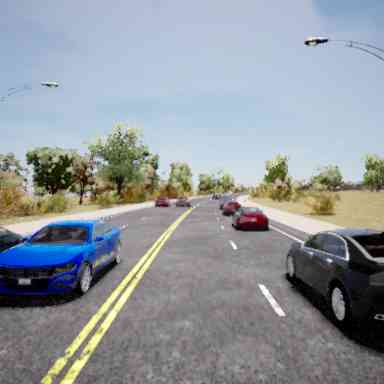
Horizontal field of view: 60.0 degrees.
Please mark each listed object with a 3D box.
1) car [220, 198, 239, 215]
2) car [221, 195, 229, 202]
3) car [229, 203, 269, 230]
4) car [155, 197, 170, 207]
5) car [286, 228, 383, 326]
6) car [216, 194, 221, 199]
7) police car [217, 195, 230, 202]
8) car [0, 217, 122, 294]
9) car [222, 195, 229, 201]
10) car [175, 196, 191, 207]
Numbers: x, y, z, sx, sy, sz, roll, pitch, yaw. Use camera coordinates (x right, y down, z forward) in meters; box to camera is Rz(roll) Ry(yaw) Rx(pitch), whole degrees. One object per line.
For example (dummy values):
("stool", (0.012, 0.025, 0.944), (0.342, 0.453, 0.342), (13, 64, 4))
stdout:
("car", (4.134, 1.607, 34.311), (1.812, 1.442, 4.674), (0, 0, 3))
("car", (7.677, 1.583, 77.864), (1.837, 1.490, 4.892), (0, 0, 6))
("car", (3.741, 1.626, 21.792), (1.994, 1.385, 4.181), (0, 0, 2))
("car", (-4.575, 1.577, 52.017), (1.882, 1.535, 5.008), (0, 0, 5))
("car", (3.417, 1.525, 7.092), (1.837, 1.490, 4.892), (0, -2, 1))
("car", (5.568, 1.585, 56.116), (2.128, 1.511, 4.902), (0, 0, 5))
("police car", (4.766, 1.595, 45.218), (2.038, 1.542, 4.974), (0, 0, 4))
("car", (-3.259, 1.505, 9.052), (1.882, 1.535, 5.008), (0, 0, 1))
("car", (8.984, 1.564, 88.712), (1.837, 1.490, 4.892), (0, 0, 7))
("car", (-1.343, 1.449, 51.655), (2.097, 1.767, 4.553), (0, 0, 5))
